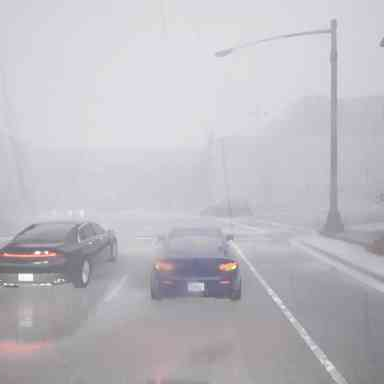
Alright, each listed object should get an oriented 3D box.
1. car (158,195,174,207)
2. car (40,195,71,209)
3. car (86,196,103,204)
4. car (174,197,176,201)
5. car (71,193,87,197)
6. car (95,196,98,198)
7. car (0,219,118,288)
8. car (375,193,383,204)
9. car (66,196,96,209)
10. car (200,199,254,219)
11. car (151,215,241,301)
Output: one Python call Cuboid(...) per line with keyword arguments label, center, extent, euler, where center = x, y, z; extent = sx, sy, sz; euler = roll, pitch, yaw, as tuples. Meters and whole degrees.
Cuboid(label="car", center=(-4.213, 1.526, 52.303), extent=(1.812, 1.442, 4.674), euler=(0, 0, -1))
Cuboid(label="car", center=(-18.188, 1.352, 43.941), extent=(2.097, 1.767, 4.553), euler=(0, 0, -1))
Cuboid(label="car", center=(-18.587, 1.503, 63.637), extent=(1.837, 1.490, 4.892), euler=(0, 1, -1))
Cuboid(label="car", center=(-5.785, 1.553, 85.284), extent=(1.994, 1.385, 4.181), euler=(0, 0, 24))
Cuboid(label="car", center=(-18.404, 1.221, 53.492), extent=(2.150, 2.045, 5.566), euler=(0, 0, -1))
Cuboid(label="car", center=(-14.909, 1.478, 53.702), extent=(1.882, 1.535, 5.008), euler=(0, 0, -1))
Cuboid(label="car", center=(-3.399, 1.505, 9.243), extent=(1.837, 1.490, 4.892), euler=(0, 0, 0))
Cuboid(label="car", center=(18.188, 0.028, 28.420), extent=(4.892, 1.490, 1.837), euler=(-11, 0, 0))
Cuboid(label="car", center=(-14.697, 1.601, 44.306), extent=(1.895, 1.301, 4.718), euler=(0, 0, -1))
Cuboid(label="car", center=(3.008, 1.365, 28.836), extent=(4.553, 1.767, 2.097), euler=(0, 0, 8))
Cuboid(label="car", center=(0.091, 1.526, 8.230), extent=(1.812, 1.442, 4.674), euler=(0, 0, 0))
